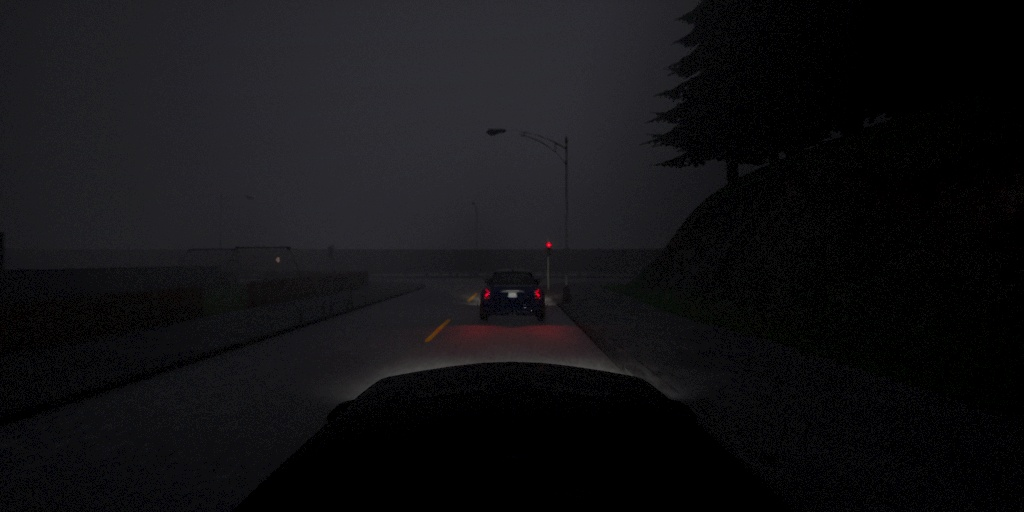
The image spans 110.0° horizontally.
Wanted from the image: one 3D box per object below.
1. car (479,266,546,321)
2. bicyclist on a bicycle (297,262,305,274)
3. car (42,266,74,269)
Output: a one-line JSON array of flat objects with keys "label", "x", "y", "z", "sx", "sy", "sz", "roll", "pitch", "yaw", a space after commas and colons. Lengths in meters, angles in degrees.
[{"label": "car", "x": 0.033, "y": 1.225, "z": 13.142, "sx": 2.097, "sy": 1.767, "sz": 4.553, "roll": 0, "pitch": 0, "yaw": 0}, {"label": "bicyclist on a bicycle", "x": -24.272, "y": 1.512, "z": 41.327, "sx": 0.582, "sy": 1.620, "sz": 1.656, "roll": 0, "pitch": 0, "yaw": 0}, {"label": "car", "x": -47.375, "y": 1.720, "z": 37.059, "sx": 4.718, "sy": 1.301, "sz": 1.895, "roll": 0, "pitch": -1, "yaw": 1}]
